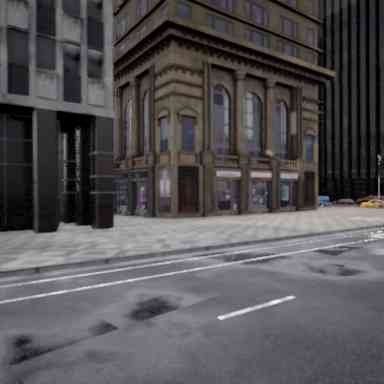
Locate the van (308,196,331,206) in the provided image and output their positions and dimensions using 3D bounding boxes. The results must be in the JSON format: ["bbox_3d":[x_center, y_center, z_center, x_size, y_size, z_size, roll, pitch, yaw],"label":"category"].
[{"bbox_3d":[25.152,1.707,65.694,1.690,1.788,3.998,-1,0,-35],"label":"van"}]

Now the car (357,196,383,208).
[{"bbox_3d":[27.110,1.736,48.173,1.752,1.417,4.829,-1,0,-35],"label":"car"}]

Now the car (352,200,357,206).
[{"bbox_3d":[31.029,1.542,57.389,2.192,1.841,5.009,-1,0,-35],"label":"car"}]

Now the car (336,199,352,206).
[{"bbox_3d":[28.097,1.879,61.542,1.802,1.307,4.206,-1,0,-35],"label":"car"}]

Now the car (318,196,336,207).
[{"bbox_3d":[21.358,1.898,56.281,2.008,1.369,4.403,-1,0,-35],"label":"car"}]
